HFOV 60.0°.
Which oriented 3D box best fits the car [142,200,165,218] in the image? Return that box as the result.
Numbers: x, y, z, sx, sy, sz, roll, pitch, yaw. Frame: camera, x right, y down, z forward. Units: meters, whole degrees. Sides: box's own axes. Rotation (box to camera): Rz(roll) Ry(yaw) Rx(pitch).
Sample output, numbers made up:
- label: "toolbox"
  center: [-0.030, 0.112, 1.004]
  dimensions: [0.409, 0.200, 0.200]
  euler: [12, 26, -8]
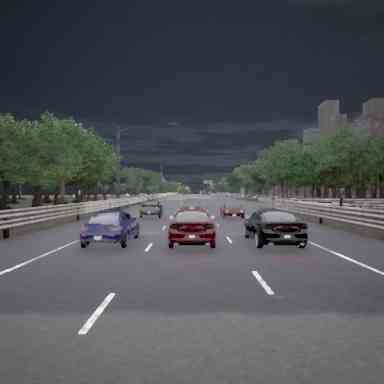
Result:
- label: "car"
  center: [-3.500, 1.492, 29.650]
  dimensions: [2.128, 1.511, 4.902]
  euler: [0, 0, 0]

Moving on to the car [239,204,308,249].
- label: "car"
  center: [3.500, 1.485, 14.650]
  dimensions: [1.882, 1.535, 5.008]
  euler: [0, 0, 0]

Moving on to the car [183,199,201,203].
- label: "car"
  center: [0.000, 1.363, 29.620]
  dimensions: [2.097, 1.767, 4.553]
  euler: [0, 0, 0]

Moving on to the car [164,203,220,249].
- label: "car"
  center: [0.000, 1.485, 14.650]
  dimensions: [1.882, 1.535, 5.008]
  euler: [0, 0, 0]

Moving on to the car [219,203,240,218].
- label: "car"
  center: [3.500, 1.613, 29.680]
  dimensions: [1.895, 1.301, 4.718]
  euler: [0, 0, 0]

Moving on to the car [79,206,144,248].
- label: "car"
  center: [-3.500, 1.533, 14.650]
  dimensions: [1.812, 1.442, 4.674]
  euler: [0, 0, 0]
